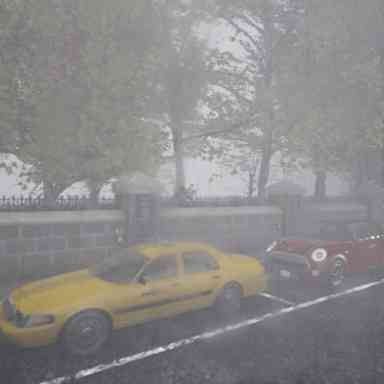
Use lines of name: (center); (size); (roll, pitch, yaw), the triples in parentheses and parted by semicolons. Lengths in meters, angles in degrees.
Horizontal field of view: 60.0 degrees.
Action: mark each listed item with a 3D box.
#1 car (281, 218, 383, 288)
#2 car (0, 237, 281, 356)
car: (3.926, 1.494, 9.357); (4.097, 1.590, 1.967); (0, 0, -35)
car: (-0.723, 1.543, 6.041); (4.829, 1.417, 1.752); (0, 0, -35)
